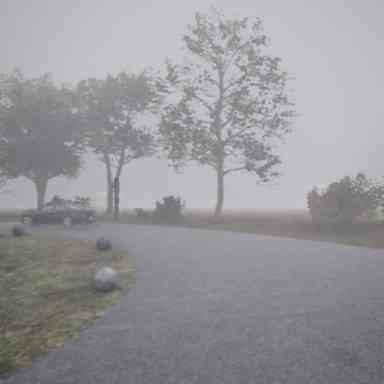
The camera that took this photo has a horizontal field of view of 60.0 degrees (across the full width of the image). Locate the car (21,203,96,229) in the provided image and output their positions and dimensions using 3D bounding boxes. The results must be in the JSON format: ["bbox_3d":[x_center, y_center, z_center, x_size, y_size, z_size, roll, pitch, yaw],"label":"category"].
[{"bbox_3d":[-8.748,1.480,21.729,5.008,1.535,1.882,0,-1,17],"label":"car"}]
